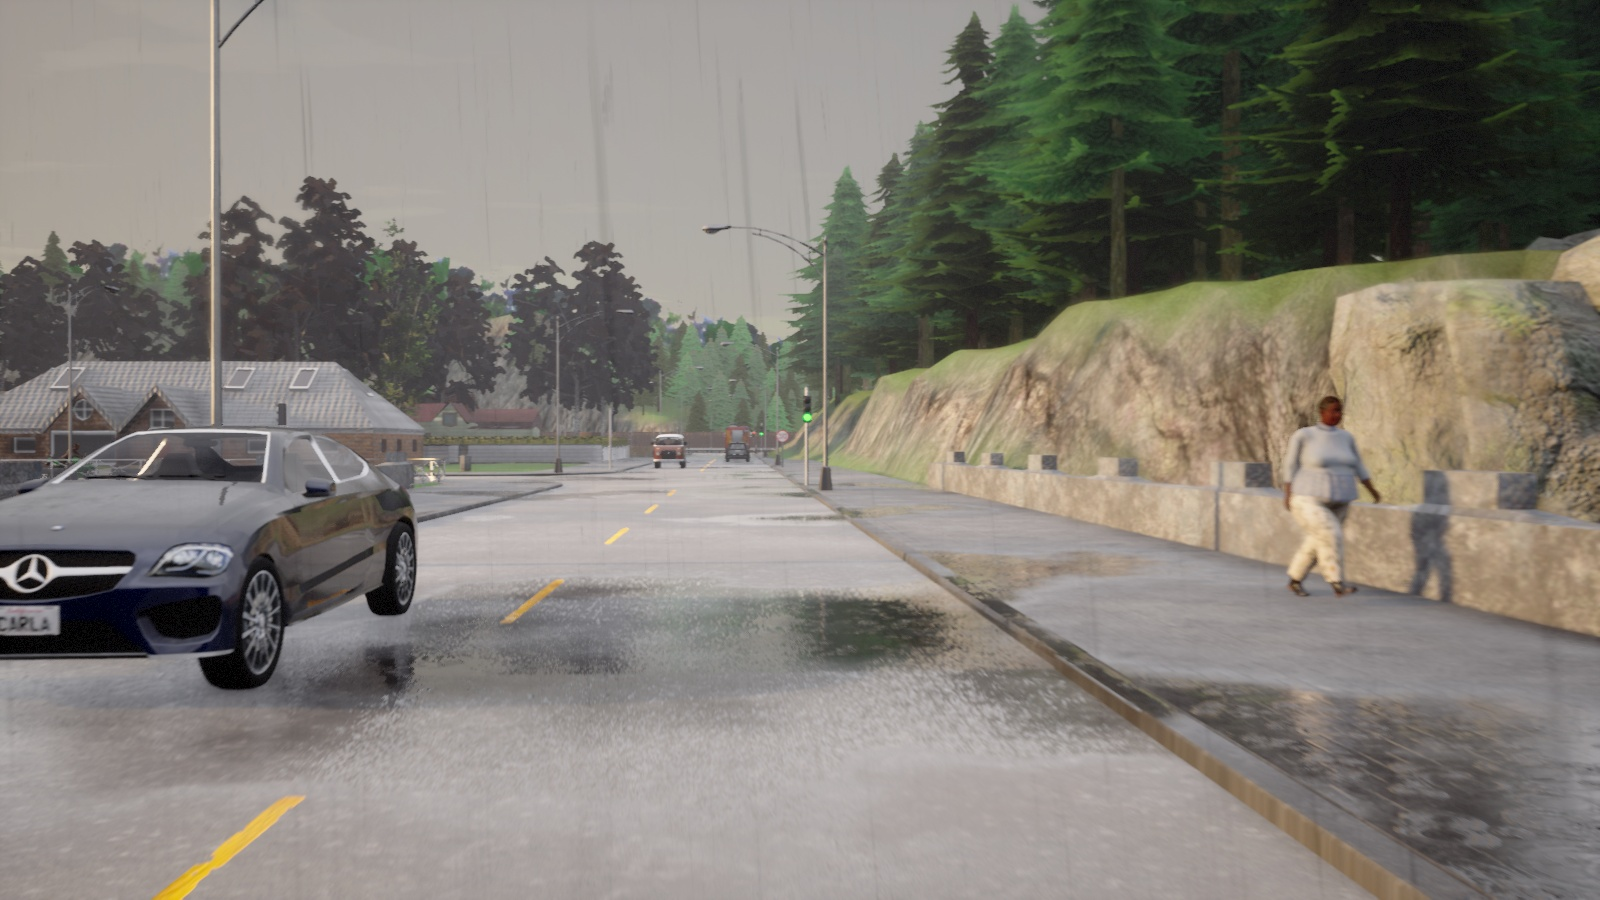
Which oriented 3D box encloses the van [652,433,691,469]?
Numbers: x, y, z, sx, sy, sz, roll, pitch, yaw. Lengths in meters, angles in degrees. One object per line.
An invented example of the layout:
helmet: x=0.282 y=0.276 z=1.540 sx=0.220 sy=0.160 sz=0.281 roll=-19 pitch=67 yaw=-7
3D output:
van: x=-7.584 y=0.049 z=74.374 sx=2.069 sy=2.038 sz=4.480 roll=0 pitch=0 yaw=-3

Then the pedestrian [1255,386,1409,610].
pedestrian: x=4.618 y=0.396 z=10.953 sx=0.874 sy=1.855 sz=0.900 roll=0 pitch=0 yaw=-12

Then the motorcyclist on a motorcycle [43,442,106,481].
motorcyclist on a motorcycle: x=-28.753 y=0.442 z=49.783 sx=2.044 sy=1.523 sz=0.797 roll=0 pitch=0 yaw=-3

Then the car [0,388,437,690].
car: x=-4.405 y=0.471 z=9.370 sx=2.152 sy=1.651 sz=5.027 roll=0 pitch=0 yaw=-3
